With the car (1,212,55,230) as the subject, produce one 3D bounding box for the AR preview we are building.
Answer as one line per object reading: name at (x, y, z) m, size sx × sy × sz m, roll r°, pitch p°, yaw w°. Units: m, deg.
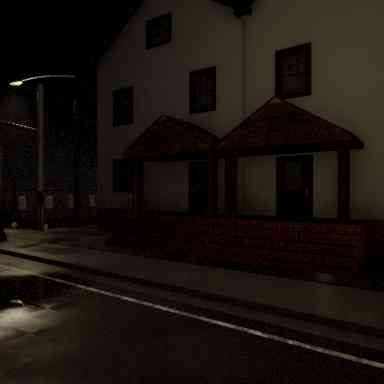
car at (-14.682, 2.564, 29.466) m, size 1.837 × 1.490 × 4.892 m, roll 0°, pitch -9°, yaw 36°
